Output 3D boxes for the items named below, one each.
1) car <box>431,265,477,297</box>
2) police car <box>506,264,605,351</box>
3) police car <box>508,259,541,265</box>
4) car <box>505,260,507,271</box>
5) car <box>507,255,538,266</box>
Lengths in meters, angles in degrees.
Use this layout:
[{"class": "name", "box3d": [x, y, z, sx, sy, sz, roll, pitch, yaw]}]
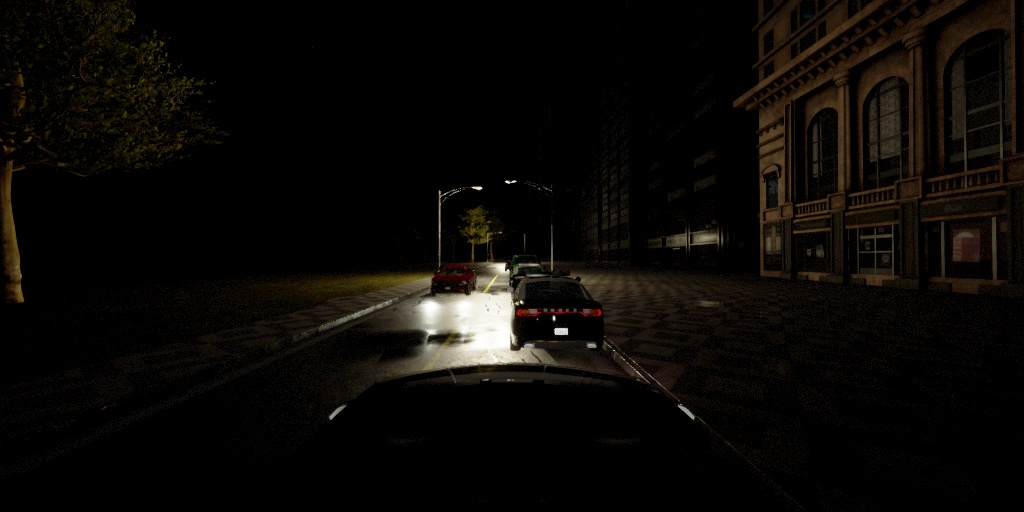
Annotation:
[{"class": "car", "box3d": [-3.003, 1.222, 19.199, 1.882, 1.535, 5.008, 0, 0, 0]}, {"class": "police car", "box3d": [0.899, 1.175, 9.132, 1.930, 1.638, 5.238, 0, 0, 0]}, {"class": "police car", "box3d": [0.898, 1.170, 19.133, 1.930, 1.638, 5.238, 0, 0, 0]}, {"class": "car", "box3d": [0.017, 1.252, 46.584, 2.033, 1.411, 5.357, 0, 0, 1]}, {"class": "car", "box3d": [0.895, 0.963, 25.054, 2.150, 2.045, 5.566, 0, 0, 0]}]
